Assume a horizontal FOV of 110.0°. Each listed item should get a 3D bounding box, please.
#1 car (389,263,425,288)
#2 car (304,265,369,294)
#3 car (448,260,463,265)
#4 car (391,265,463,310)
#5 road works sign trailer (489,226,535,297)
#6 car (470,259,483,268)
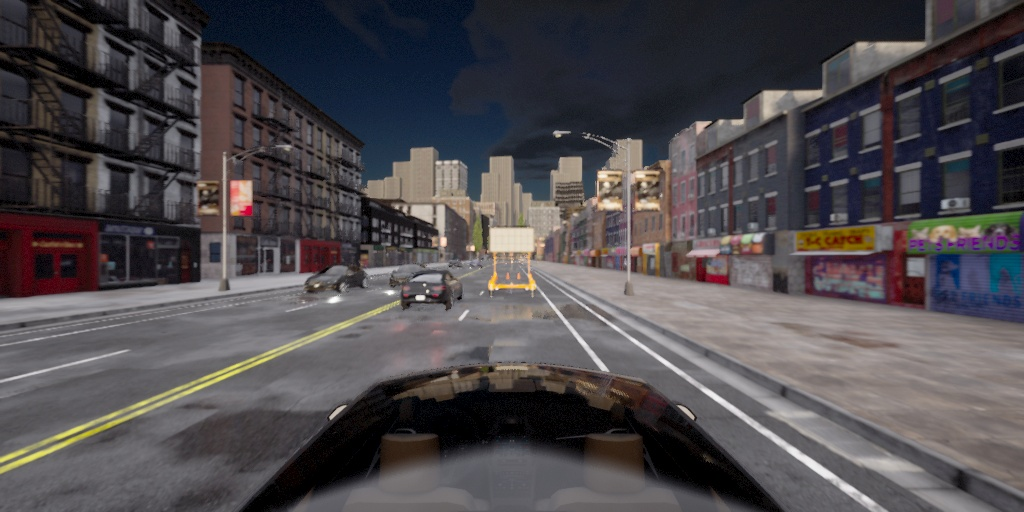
[{"bbox_3d":[-6.596,1.261,23.690,1.837,1.490,4.892,0,0,0],"label":"car"},{"bbox_3d":[-9.846,1.259,20.493,1.837,1.490,4.892,0,0,0],"label":"car"},{"bbox_3d":[-9.765,1.354,62.353,2.033,1.411,5.357,0,0,1],"label":"car"},{"bbox_3d":[-3.151,1.275,14.650,1.812,1.442,4.674,0,0,0],"label":"car"},{"bbox_3d":[0.001,0.217,18.742,2.380,3.560,2.880,0,0,0],"label":"road works sign trailer"},{"bbox_3d":[-6.511,1.340,65.156,1.812,1.442,4.674,0,0,0],"label":"car"}]
